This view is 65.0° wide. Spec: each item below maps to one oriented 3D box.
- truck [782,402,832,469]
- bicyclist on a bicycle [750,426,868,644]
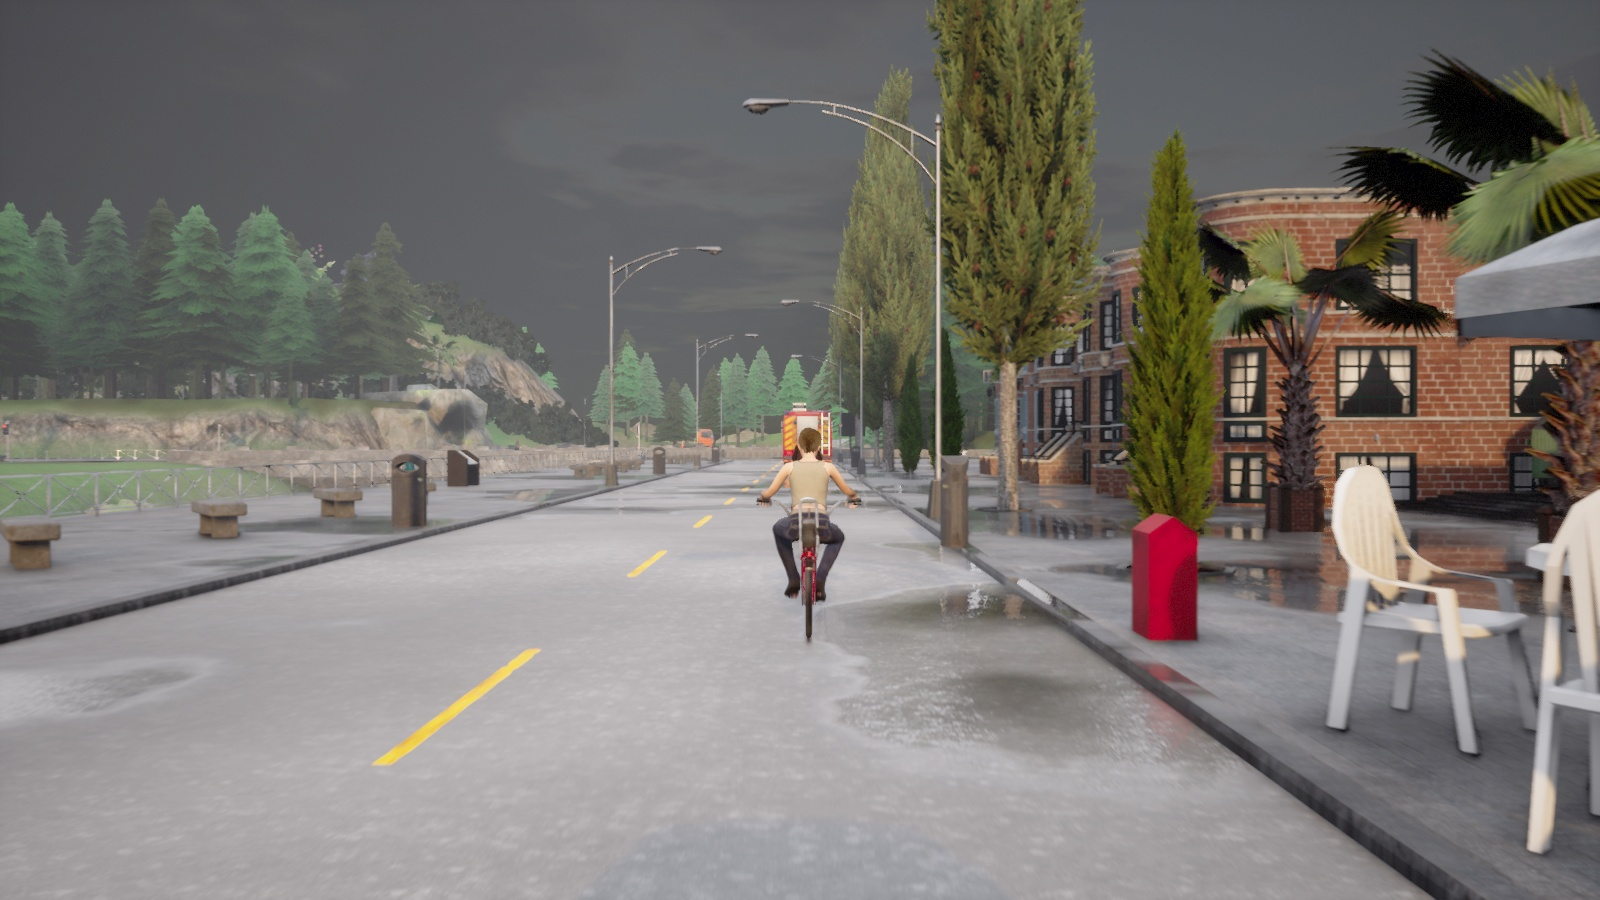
[{"bbox_3d":[0.440,-0.849,76.470,2.891,3.827,8.468,0,0,0],"label":"truck"},{"bbox_3d":[0.071,0.626,10.034,0.866,1.612,1.509,0,0,0],"label":"bicyclist on a bicycle"}]
